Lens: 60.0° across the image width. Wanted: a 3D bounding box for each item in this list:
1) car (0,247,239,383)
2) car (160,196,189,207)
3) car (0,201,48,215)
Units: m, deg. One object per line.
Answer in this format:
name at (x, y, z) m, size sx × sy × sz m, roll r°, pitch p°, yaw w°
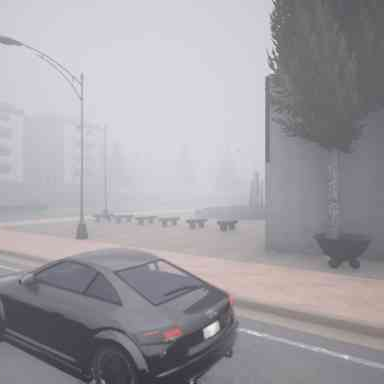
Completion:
car at (-1.418, 1.564, 4.992) m, size 4.181 × 1.385 × 1.994 m, roll 0°, pitch 0°, yaw 35°
car at (-2.713, 1.352, 51.135) m, size 4.553 × 1.767 × 2.097 m, roll 0°, pitch 0°, yaw -34°
car at (-17.561, 1.600, 34.489) m, size 1.895 × 1.301 × 4.718 m, roll 0°, pitch 0°, yaw 33°
